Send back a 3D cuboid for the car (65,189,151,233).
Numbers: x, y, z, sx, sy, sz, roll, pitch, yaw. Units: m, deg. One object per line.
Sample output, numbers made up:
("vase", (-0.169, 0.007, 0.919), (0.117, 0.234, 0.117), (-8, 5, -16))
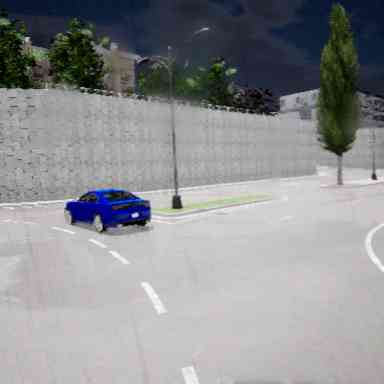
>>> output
("car", (-3.637, 0.624, 13.755), (1.882, 1.535, 5.008), (-6, 5, -40))
